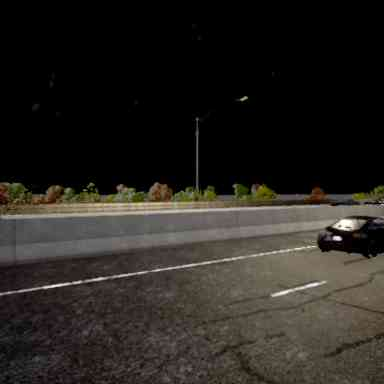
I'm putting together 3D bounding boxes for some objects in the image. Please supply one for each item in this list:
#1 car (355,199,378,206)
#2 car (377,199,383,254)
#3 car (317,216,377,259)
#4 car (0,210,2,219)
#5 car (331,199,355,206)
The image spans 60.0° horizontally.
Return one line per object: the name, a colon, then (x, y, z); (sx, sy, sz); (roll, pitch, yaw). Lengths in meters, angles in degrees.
car: (23.363, 1.637, 42.133); (4.902, 1.511, 2.128); (0, 0, -35)
car: (7.675, 1.261, 9.224); (5.566, 2.045, 2.150); (0, 0, -36)
car: (6.739, 1.607, 12.856); (4.181, 1.385, 1.994); (0, 0, -36)
car: (-12.615, 1.218, 16.490); (5.566, 2.045, 2.150); (0, 0, -36)
car: (20.844, 1.690, 44.634); (5.357, 1.411, 2.033); (0, 0, -35)
